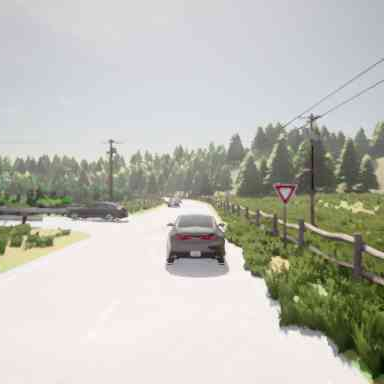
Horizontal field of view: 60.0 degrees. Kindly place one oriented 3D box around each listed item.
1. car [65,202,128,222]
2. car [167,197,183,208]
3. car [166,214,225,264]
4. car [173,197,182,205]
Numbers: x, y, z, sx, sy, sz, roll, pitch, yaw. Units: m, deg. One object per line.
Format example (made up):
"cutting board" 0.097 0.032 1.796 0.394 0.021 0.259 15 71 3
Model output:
"car" -7.514 1.524 26.308 4.892 1.490 1.837 1 -2 8
"car" -2.823 1.654 51.465 2.128 1.511 4.902 0 0 1
"car" 0.135 1.542 11.928 1.837 1.490 4.892 0 -1 1
"car" -2.889 1.737 67.188 1.812 1.442 4.674 0 0 -1
